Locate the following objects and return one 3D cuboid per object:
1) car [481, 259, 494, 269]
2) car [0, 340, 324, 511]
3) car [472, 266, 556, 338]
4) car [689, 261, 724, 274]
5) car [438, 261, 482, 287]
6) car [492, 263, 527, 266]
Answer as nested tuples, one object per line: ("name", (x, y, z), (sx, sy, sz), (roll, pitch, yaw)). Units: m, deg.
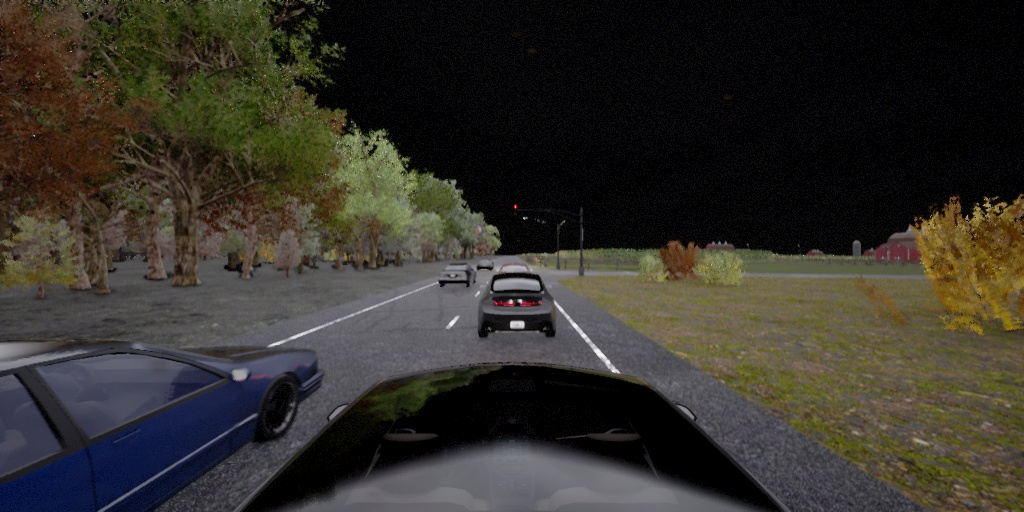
("car", (-3.326, 1.055, 45.524), (1.994, 1.385, 4.181), (0, 0, 0))
("car", (-3.398, 1.294, 2.238), (2.033, 1.411, 5.357), (0, 0, 0))
("car", (0.115, 1.206, 10.059), (1.837, 1.490, 4.892), (0, 0, 0))
("car", (22.893, 1.303, 42.093), (4.902, 1.511, 2.128), (1, -1, 0))
("car", (-3.365, 1.174, 22.851), (2.033, 1.411, 5.357), (0, 0, 0))
("car", (0.134, 1.124, 19.422), (1.882, 1.535, 5.008), (0, 0, 0))
